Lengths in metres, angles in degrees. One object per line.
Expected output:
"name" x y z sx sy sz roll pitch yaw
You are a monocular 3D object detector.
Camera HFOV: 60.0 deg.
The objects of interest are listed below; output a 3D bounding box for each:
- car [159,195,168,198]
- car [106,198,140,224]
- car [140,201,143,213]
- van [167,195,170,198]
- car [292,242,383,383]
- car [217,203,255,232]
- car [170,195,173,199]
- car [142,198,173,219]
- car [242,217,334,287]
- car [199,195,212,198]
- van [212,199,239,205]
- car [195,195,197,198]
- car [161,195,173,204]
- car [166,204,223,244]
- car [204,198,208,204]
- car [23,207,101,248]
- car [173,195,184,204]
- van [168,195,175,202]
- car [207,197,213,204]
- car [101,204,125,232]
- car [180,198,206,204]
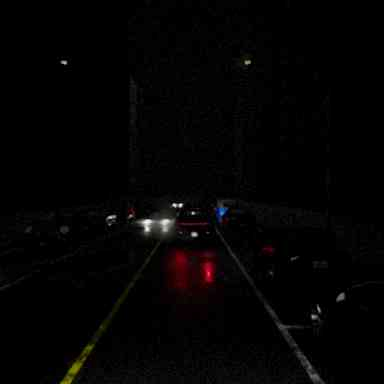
"car" -5.737 1.808 59.548 1.752 1.417 4.829 0 0 0
"car" -5.750 1.432 26.063 2.192 1.841 5.009 0 0 0
"car" -5.746 1.736 37.280 1.947 1.339 4.313 0 0 0
"van" -5.734 1.654 65.328 1.690 1.788 3.998 0 0 0
"car" 2.766 1.582 3.636 1.947 1.339 4.313 0 0 0
"car" 2.773 1.636 20.464 1.887 1.381 4.507 0 0 0
"car" -5.732 1.782 70.937 1.967 1.590 4.097 0 0 0
"car" -3.084 1.617 30.916 1.882 1.535 5.008 0 0 0
"car" 2.768 1.607 9.246 1.947 1.339 4.313 0 0 0
"car" 2.788 1.598 59.728 2.192 1.841 5.009 0 0 0
"van" 2.775 1.458 26.074 1.690 1.788 3.998 0 0 0
"car" 2.802 1.778 93.382 2.192 1.841 5.009 0 0 0
"car" -5.730 1.687 76.547 2.192 1.841 5.009 0 0 0
"car" 0.103 1.564 16.235 2.128 1.511 4.902 0 0 0
"car" 2.782 1.763 42.899 1.947 1.339 4.313 0 0 0
"car" -5.755 1.506 14.843 1.967 1.590 4.097 0 0 0
"car" -2.970 1.828 71.283 2.128 1.511 4.902 0 0 0
"van" -5.723 1.804 93.375 1.690 1.788 3.998 0 0 0
"car" 2.777 1.583 31.682 1.967 1.590 4.097 0 0 0
"car" -5.752 1.642 20.452 2.008 1.369 4.403 0 0 0
"car" 0.112 1.649 31.876 1.837 1.490 4.892 0 0 0
